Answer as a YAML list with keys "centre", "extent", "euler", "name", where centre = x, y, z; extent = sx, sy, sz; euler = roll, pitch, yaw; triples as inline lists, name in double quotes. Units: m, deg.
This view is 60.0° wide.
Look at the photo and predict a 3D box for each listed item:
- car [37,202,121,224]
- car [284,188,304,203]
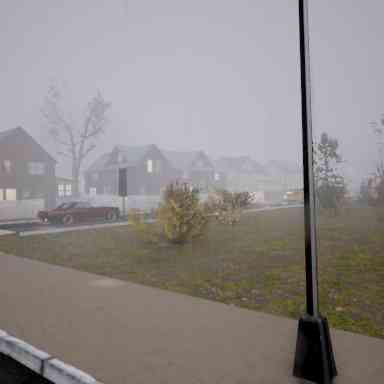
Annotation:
- centre: [-6.771, 1.251, 20.489]
  extent: [1.895, 1.301, 4.718]
  euler: [-2, -1, 43]
  name: "car"
- centre: [13.916, 0.593, 42.301]
  extent: [1.882, 1.535, 5.008]
  euler: [-2, -1, 44]
  name: "car"
